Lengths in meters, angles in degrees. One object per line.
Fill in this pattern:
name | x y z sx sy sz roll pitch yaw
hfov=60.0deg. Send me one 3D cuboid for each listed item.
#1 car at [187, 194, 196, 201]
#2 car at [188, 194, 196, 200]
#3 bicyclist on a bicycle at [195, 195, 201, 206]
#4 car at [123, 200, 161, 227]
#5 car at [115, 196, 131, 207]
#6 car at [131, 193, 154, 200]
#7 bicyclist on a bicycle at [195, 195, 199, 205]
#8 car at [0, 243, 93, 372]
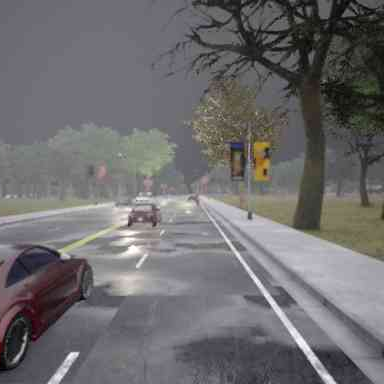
car | -0.011 1.391 76.254 1.837 1.490 4.892 0 0 0
car | -0.013 1.224 88.931 1.882 1.535 5.008 0 0 0
bicyclist on a bicycle | 0.879 1.359 47.797 0.866 1.612 1.509 0 0 0
car | -3.153 1.487 22.545 1.812 1.442 4.674 0 0 0
car | -9.829 1.426 48.196 1.837 1.490 4.892 0 0 0
car | -6.585 1.145 46.386 2.150 2.045 5.566 0 0 0
bicyclist on a bicycle | 0.886 1.365 56.307 0.582 1.620 1.656 0 0 0
car | -3.150 1.553 5.630 1.994 1.385 4.181 0 0 0
